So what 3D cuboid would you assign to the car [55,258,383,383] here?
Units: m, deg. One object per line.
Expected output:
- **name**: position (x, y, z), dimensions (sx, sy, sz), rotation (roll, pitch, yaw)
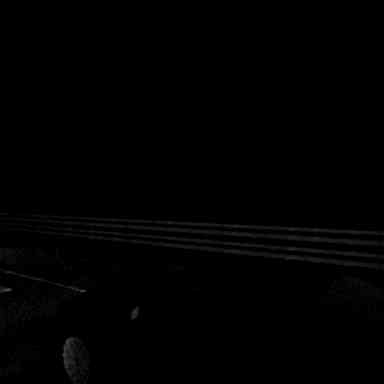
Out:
- **car**: position (0.517, 1.499, 3.626), dimensions (5.008, 1.535, 1.882), rotation (-1, 0, 36)
